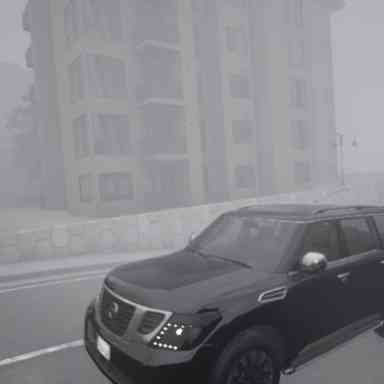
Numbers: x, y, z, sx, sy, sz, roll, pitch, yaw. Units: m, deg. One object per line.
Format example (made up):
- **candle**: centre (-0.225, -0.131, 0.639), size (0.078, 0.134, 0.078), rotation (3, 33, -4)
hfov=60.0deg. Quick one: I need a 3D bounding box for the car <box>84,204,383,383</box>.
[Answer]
- **car**: centre (1.334, 1.231, 4.991), size (5.566, 2.045, 2.150), rotation (0, -1, -36)
